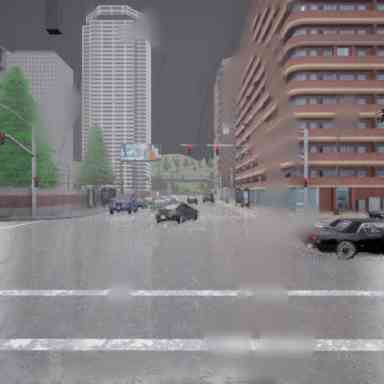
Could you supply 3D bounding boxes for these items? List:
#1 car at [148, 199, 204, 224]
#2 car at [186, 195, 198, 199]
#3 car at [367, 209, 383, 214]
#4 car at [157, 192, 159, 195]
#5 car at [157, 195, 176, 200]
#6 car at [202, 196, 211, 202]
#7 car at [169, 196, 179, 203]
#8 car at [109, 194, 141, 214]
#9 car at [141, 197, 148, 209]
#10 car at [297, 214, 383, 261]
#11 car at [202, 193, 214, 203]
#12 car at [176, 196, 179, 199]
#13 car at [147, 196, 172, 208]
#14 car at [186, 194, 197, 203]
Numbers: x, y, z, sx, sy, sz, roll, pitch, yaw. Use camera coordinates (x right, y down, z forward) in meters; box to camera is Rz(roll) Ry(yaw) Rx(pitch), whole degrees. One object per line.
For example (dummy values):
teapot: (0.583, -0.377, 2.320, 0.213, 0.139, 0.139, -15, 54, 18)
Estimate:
car: (-1.037, 1.501, 24.280, 1.812, 1.442, 4.674, 0, 0, 23)
car: (0.027, 1.477, 59.474, 1.882, 1.535, 5.008, 0, 0, 0)
car: (15.002, 1.492, 23.249, 5.357, 1.411, 2.033, 0, 0, -12)
car: (-7.125, 1.352, 64.955, 2.097, 1.767, 4.553, 0, 0, 0)
car: (-3.652, 1.526, 47.355, 1.812, 1.442, 4.674, 0, 0, 0)
car: (3.400, 1.576, 78.247, 1.895, 1.301, 4.718, 0, 0, 0)
car: (-3.605, 1.525, 67.464, 1.812, 1.442, 4.674, 0, 0, 0)
car: (-7.146, 1.222, 35.199, 2.150, 2.045, 5.566, 0, 0, 0)
car: (-7.158, 1.547, 45.449, 2.033, 1.411, 5.357, 0, 0, 0)
car: (6.308, 1.580, 11.678, 4.718, 1.301, 1.895, 0, 0, -2)
car: (3.412, 1.221, 68.680, 2.150, 2.045, 5.566, 0, 0, 0)
car: (-3.656, 1.547, 57.066, 2.033, 1.411, 5.357, 0, 0, 0)
car: (-3.647, 1.526, 38.259, 1.812, 1.442, 4.674, 0, 0, 0)
car: (-0.089, 1.352, 69.466, 2.097, 1.767, 4.553, 0, 0, 0)
